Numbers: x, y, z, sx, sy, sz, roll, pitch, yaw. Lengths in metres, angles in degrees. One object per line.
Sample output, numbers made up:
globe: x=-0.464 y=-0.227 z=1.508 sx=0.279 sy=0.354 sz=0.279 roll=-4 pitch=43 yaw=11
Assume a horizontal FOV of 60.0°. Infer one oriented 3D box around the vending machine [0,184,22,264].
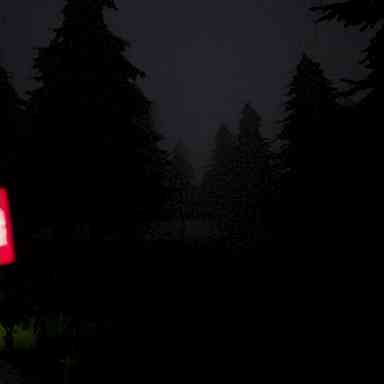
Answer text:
vending machine: x=-5.530 y=0.911 z=9.123 sx=0.880 sy=2.100 sz=1.100 roll=-5 pitch=2 yaw=45
